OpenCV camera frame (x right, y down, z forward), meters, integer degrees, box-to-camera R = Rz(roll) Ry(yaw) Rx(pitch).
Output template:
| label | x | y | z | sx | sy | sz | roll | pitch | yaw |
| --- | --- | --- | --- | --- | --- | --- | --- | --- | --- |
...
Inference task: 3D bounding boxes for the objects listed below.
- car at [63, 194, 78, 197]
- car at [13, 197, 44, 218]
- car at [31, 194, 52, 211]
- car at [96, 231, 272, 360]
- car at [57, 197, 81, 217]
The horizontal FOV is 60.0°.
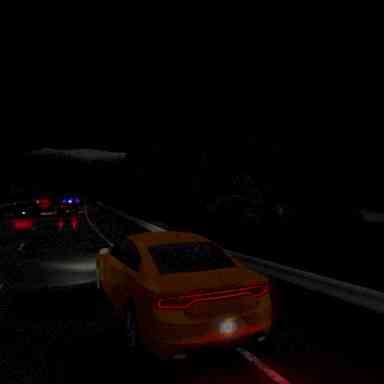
| label | x | y | z | sx | sy | sz | roll | pitch | yaw |
| --- | --- | --- | --- | --- | --- | --- | --- | --- | --- |
| car | -15.104 | 1.221 | 41.494 | 2.150 | 2.045 | 5.566 | 0 | 0 | -18 |
| car | -14.914 | 1.505 | 30.203 | 1.837 | 1.490 | 4.892 | 0 | 0 | -19 |
| car | -18.278 | 1.221 | 40.120 | 2.150 | 2.045 | 5.566 | 0 | 0 | -19 |
| car | -0.584 | 1.478 | 6.283 | 1.882 | 1.535 | 5.008 | 0 | 0 | -24 |
| car | -11.732 | 1.491 | 31.576 | 2.128 | 1.511 | 4.902 | 0 | 0 | -19 |
